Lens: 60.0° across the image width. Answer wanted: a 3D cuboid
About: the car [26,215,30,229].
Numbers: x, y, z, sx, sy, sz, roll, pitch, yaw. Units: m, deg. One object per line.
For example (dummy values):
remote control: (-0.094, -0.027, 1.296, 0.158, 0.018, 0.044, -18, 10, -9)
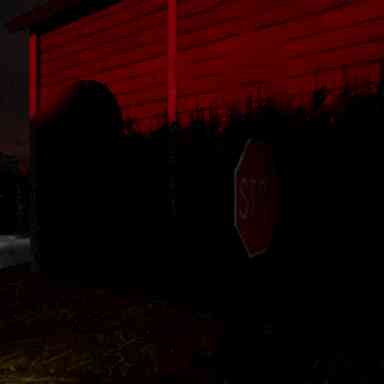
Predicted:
car: (-6.429, 1.232, 18.963, 2.150, 2.045, 5.566, 0, 0, 34)
